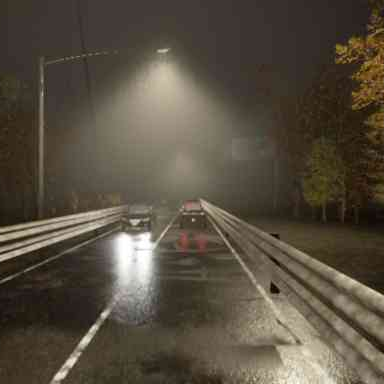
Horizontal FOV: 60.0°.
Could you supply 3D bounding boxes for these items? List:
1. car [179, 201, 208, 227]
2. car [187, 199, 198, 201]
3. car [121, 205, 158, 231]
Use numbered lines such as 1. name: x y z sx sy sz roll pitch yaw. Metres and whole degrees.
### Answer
1. car: 0.096 1.641 23.946 2.128 1.511 4.902 0 0 0
2. car: 0.077 1.614 41.892 2.097 1.767 4.553 0 0 0
3. car: -3.352 1.629 21.865 2.128 1.511 4.902 0 0 0
